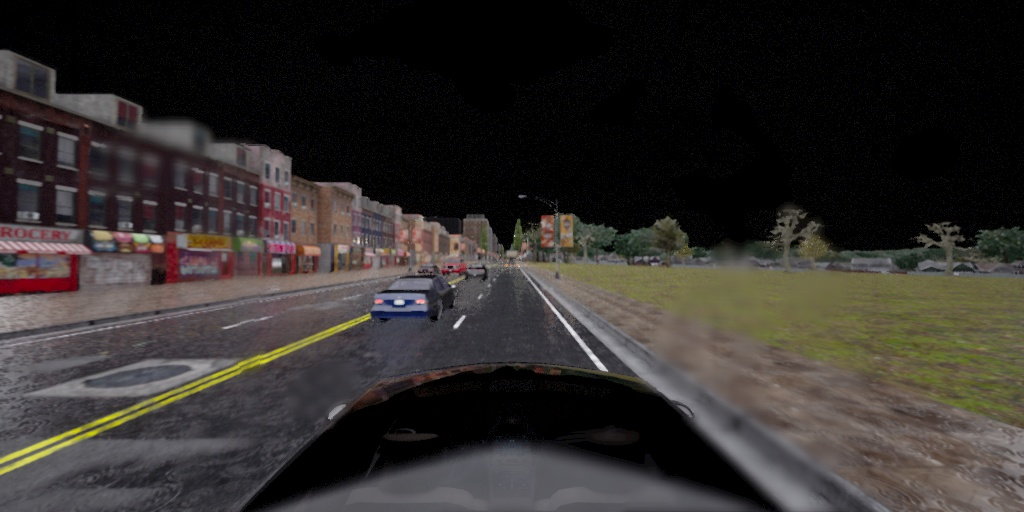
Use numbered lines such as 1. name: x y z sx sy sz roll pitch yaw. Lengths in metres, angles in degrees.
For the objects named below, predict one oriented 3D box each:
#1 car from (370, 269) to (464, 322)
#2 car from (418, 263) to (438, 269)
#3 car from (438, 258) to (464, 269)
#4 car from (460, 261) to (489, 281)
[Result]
1. car: -3.150 1.356 12.531 2.033 1.411 5.357 0 0 0
2. car: -9.839 1.542 42.674 1.994 1.385 4.181 0 0 0
3. car: -6.596 1.190 41.110 2.150 2.045 5.566 0 0 0
4. car: -3.153 1.415 32.800 2.128 1.511 4.902 0 0 0
